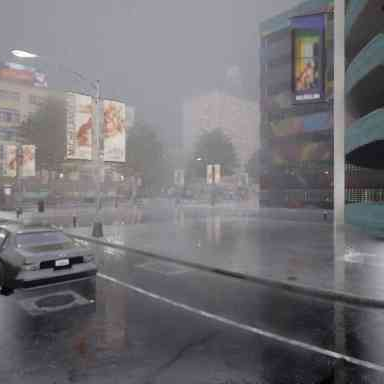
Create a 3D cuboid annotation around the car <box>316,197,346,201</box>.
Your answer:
[{"bbox_3d":[17.417,1.319,42.547,4.674,1.452,2.002,0,0,-42],"label":"car"}]

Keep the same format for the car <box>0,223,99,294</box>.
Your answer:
[{"bbox_3d":[-4.491,1.547,8.888,2.033,1.411,5.357,0,0,-44],"label":"car"}]
